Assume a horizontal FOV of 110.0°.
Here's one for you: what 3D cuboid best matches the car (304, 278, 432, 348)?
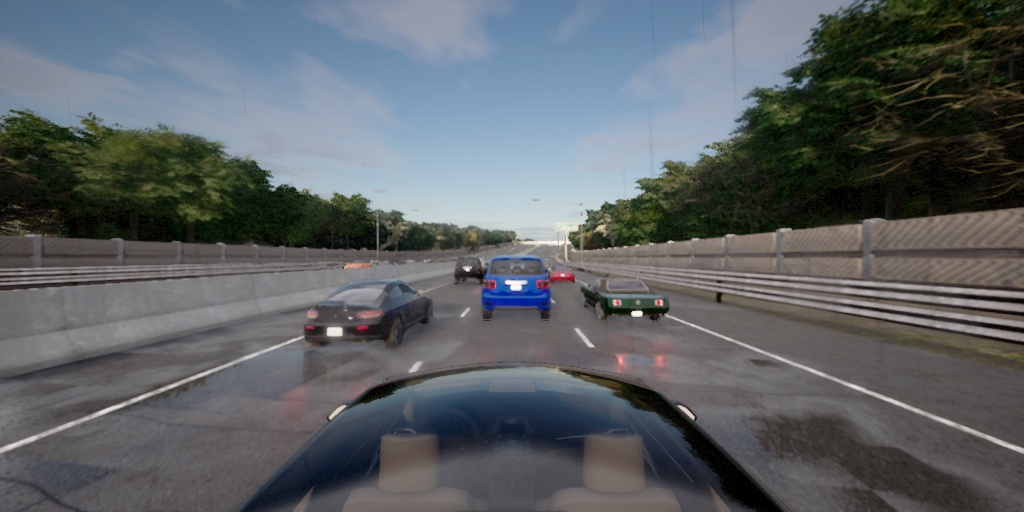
[{"bbox_3d":[-3.389,1.300,9.220,1.812,1.442,4.674,0,0,1],"label":"car"}]

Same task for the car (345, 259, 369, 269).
[{"bbox_3d":[-20.149,1.289,47.388,2.097,1.767,4.553,0,0,3],"label":"car"}]

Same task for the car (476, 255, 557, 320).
[{"bbox_3d":[0.157,1.013,12.970,2.150,2.045,5.566,0,0,1],"label":"car"}]

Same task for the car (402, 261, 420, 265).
[{"bbox_3d":[-13.163,1.450,47.085,1.837,1.490,4.892,0,-1,2],"label":"car"}]

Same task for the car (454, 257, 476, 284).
[{"bbox_3d":[-3.086,1.084,28.112,2.150,2.045,5.566,0,0,2],"label":"car"}]

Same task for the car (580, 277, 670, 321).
[{"bbox_3d":[3.653,1.394,12.594,1.895,1.301,4.718,0,0,1],"label":"car"}]

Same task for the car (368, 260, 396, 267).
[{"bbox_3d":[-16.654,1.448,47.284,1.837,1.490,4.892,0,-1,2],"label":"car"}]

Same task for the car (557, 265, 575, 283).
[{"bbox_3d":[3.951,1.439,29.438,1.994,1.385,4.181,0,0,2],"label":"car"}]
